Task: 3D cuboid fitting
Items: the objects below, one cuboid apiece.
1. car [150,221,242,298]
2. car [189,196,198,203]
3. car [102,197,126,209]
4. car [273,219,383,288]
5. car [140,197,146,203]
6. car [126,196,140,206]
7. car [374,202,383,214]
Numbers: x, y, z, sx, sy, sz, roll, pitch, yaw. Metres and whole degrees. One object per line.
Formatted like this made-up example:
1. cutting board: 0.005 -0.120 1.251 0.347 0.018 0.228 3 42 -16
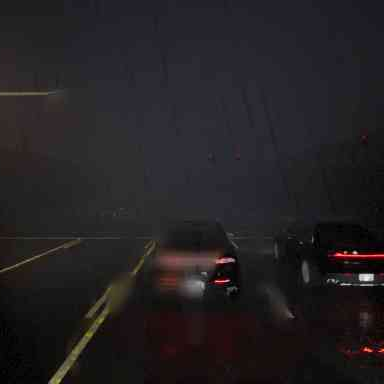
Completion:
1. car: 0.095 1.492 8.476 2.128 1.511 4.902 0 0 0
2. car: 0.255 1.491 66.855 2.128 1.511 4.902 0 0 0
3. car: -10.497 1.601 44.241 1.895 1.301 4.718 0 0 0
4. car: 3.600 1.505 9.240 1.837 1.490 4.892 0 0 1
5. car: -10.363 1.601 66.484 1.895 1.301 4.718 0 0 0
6. car: -10.461 1.491 54.417 2.128 1.511 4.902 0 0 0
7. car: 18.108 1.061 28.274 4.902 1.511 2.128 -5 0 0
